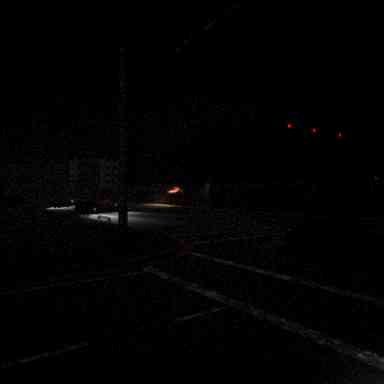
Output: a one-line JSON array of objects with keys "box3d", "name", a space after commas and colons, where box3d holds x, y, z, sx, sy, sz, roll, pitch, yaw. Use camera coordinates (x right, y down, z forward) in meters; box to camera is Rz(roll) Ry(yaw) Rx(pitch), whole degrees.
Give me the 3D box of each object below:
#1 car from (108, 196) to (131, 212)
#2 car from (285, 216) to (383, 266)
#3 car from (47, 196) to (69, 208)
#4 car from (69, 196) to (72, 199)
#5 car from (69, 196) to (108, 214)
[{"box3d": [-8.756, 1.360, 38.251, 2.097, 1.767, 4.553, 0, 0, -34], "name": "car"}, {"box3d": [5.382, 1.570, 11.659, 1.994, 1.385, 4.181, 0, 0, -36], "name": "car"}, {"box3d": [-20.022, 1.571, 48.996, 1.994, 1.385, 4.181, 0, 0, -34], "name": "car"}, {"box3d": [-19.069, 1.401, 53.870, 2.097, 1.767, 4.553, 0, 0, -34], "name": "car"}, {"box3d": [-11.125, 1.497, 35.494, 2.128, 1.511, 4.902, 0, 0, -34], "name": "car"}]
